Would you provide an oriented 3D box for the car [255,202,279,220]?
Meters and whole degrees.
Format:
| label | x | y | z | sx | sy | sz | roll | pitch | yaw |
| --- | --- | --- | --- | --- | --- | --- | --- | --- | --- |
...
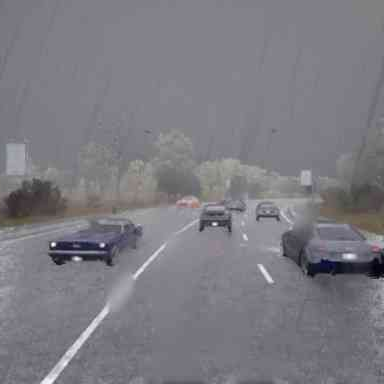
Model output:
| label | x | y | z | sx | sy | sz | roll | pitch | yaw |
| --- | --- | --- | --- | --- | --- | --- | --- | --- | --- |
| car | 6.227 | 1.549 | 27.599 | 2.033 | 1.411 | 5.357 | 0 | 0 | 11 |

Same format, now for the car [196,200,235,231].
| label | x | y | z | sx | sy | sz | roll | pitch | yaw |
| --- | --- | --- | --- | --- | --- | --- | --- | --- | --- |
| car | 1.568 | 1.496 | 20.529 | 1.837 | 1.490 | 4.892 | 0 | 0 | 8 |

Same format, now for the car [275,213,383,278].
| label | x | y | z | sx | sy | sz | roll | pitch | yaw |
| --- | --- | --- | --- | --- | --- | --- | --- | --- | --- |
| car | 4.044 | 1.567 | 10.245 | 1.994 | 1.385 | 4.181 | 0 | 0 | 4 |

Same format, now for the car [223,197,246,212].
| label | x | y | z | sx | sy | sz | roll | pitch | yaw |
| --- | --- | --- | --- | --- | --- | --- | --- | --- | --- |
| car | 5.131 | 1.554 | 38.332 | 1.994 | 1.385 | 4.181 | 0 | 0 | 14 |

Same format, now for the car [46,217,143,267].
| label | x | y | z | sx | sy | sz | roll | pitch | yaw |
| --- | --- | --- | --- | --- | --- | --- | --- | --- | --- |
| car | -3.098 | 1.586 | 11.603 | 1.895 | 1.301 | 4.718 | 0 | 0 | 4 |

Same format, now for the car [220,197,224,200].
| label | x | y | z | sx | sy | sz | roll | pitch | yaw |
| --- | --- | --- | --- | --- | --- | --- | --- | --- | --- |
| car | 5.259 | 1.525 | 51.297 | 2.033 | 1.411 | 5.357 | 0 | 0 | 20 |

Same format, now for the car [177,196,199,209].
| label | x | y | z | sx | sy | sz | roll | pitch | yaw |
| --- | --- | --- | --- | --- | --- | --- | --- | --- | --- |
| car | -0.477 | 1.313 | 44.876 | 2.097 | 1.767 | 4.553 | 0 | 0 | 17 |
